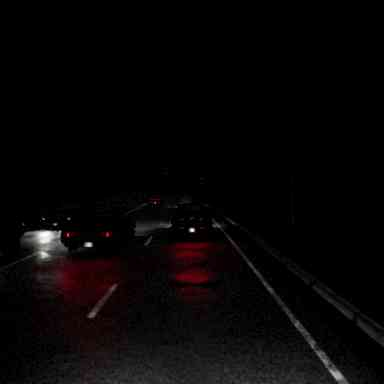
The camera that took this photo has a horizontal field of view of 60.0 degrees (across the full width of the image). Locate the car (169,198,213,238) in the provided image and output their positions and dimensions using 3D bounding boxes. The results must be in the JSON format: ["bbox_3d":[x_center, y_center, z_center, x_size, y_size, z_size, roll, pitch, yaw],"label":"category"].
[{"bbox_3d":[-0.030,1.298,16.378,1.837,1.490,4.892,0,1,-1],"label":"car"}]

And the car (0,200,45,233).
[{"bbox_3d":[-10.723,1.303,19.390,2.033,1.411,5.357,0,1,-1],"label":"car"}]

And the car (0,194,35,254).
[{"bbox_3d":[-7.143,1.097,9.849,2.150,2.045,5.566,0,1,0],"label":"car"}]

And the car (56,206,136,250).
[{"bbox_3d":[-3.480,1.432,13.318,1.895,1.301,4.718,0,1,-1],"label":"car"}]

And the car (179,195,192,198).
[{"bbox_3d":[-0.653,1.077,35.401,1.812,1.442,4.674,0,1,-2],"label":"car"}]

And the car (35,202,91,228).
[{"bbox_3d":[-7.233,1.293,20.186,2.033,1.411,5.357,0,1,-1],"label":"car"}]

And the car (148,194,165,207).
[{"bbox_3d":[-4.405,0.986,41.044,1.837,1.490,4.892,0,1,-3],"label":"car"}]
